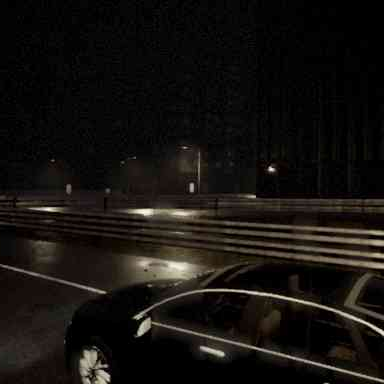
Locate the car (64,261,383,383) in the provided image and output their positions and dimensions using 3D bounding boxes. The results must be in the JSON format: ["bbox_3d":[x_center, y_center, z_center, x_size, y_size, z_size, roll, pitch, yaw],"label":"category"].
[{"bbox_3d":[0.694,1.503,3.373,4.892,1.490,1.837,0,0,35],"label":"car"}]
